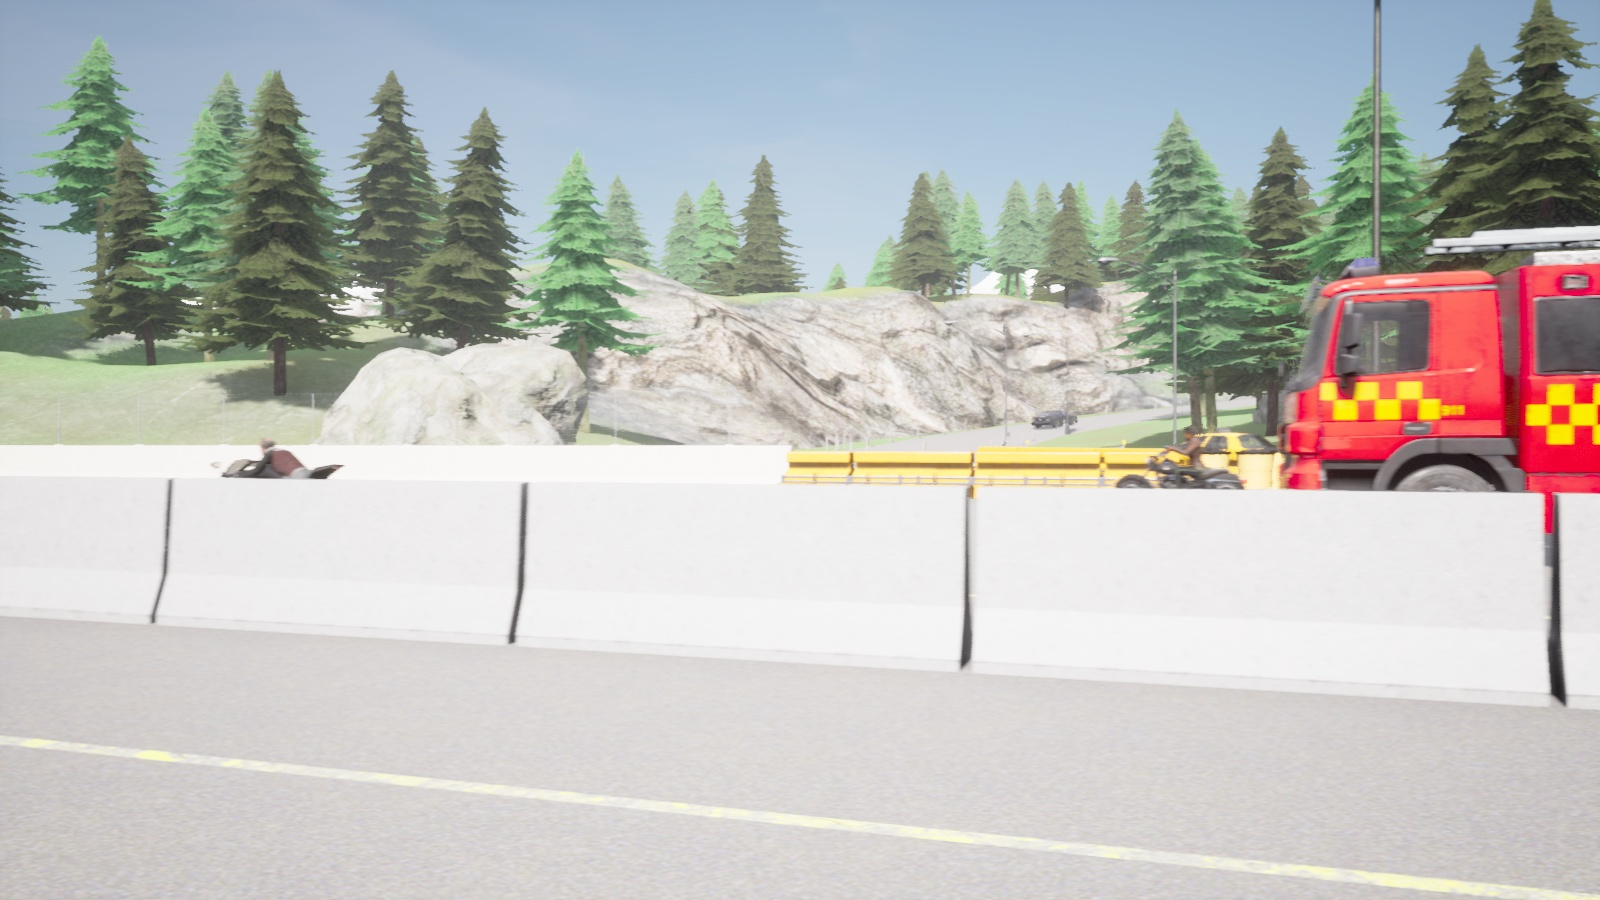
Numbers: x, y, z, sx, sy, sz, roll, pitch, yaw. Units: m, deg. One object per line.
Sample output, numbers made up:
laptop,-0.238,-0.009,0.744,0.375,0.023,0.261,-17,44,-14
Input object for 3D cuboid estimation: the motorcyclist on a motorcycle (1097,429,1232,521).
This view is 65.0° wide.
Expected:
motorcyclist on a motorcycle,6.700,0.432,23.093,2.350,1.649,0.766,0,1,19

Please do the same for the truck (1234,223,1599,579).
truck,9.596,-0.538,14.717,8.468,3.827,2.891,1,1,19

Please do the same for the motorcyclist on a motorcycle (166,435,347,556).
motorcyclist on a motorcycle,-7.223,0.567,16.701,2.191,1.530,0.866,0,1,19

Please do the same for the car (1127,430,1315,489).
car,12.160,0.223,36.720,1.801,1.575,5.366,0,1,-29
